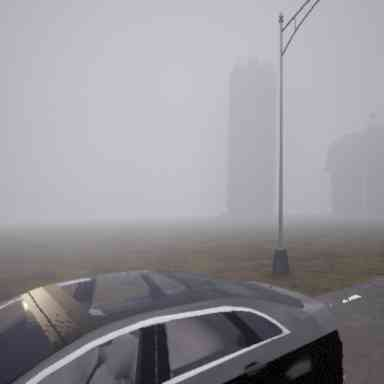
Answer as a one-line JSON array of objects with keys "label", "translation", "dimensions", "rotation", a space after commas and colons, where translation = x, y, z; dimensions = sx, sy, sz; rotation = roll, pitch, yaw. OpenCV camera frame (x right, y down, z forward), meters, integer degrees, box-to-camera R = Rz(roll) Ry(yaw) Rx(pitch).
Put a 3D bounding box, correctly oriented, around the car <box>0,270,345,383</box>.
[{"label": "car", "translation": [-0.823, 1.491, 2.487], "dimensions": [4.902, 1.511, 2.128], "rotation": [0, 0, -36]}]
